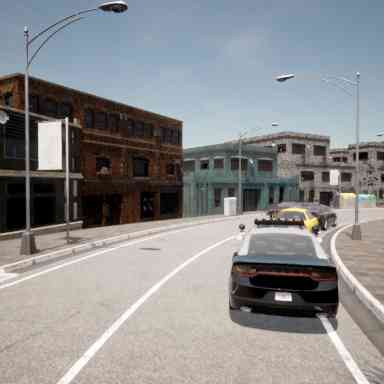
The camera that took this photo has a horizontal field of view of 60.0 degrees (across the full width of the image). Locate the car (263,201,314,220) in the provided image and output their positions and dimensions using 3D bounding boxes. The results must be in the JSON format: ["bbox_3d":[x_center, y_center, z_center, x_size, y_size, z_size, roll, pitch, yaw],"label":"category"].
[{"bbox_3d":[8.543,1.544,29.149,2.033,1.411,5.357,1,1,44],"label":"car"}]

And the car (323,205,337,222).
[{"bbox_3d":[7.923,1.536,21.234,1.837,1.490,4.892,1,0,34],"label":"car"}]

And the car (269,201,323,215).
[{"bbox_3d":[5.186,1.471,16.560,1.801,1.575,5.366,1,0,26],"label":"car"}]

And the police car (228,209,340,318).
[{"bbox_3d":[2.003,1.428,7.706,1.930,1.638,5.238,0,0,13],"label":"police car"}]
